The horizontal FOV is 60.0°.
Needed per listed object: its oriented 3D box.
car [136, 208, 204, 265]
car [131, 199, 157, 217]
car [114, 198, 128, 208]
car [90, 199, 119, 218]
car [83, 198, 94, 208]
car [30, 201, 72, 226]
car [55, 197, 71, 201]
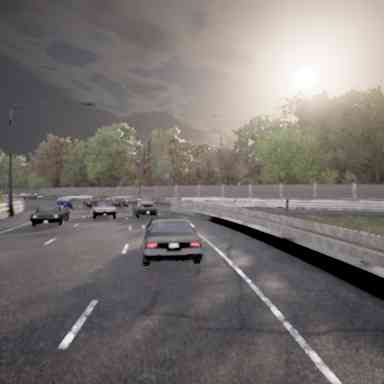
[{"bbox_3d":[-0.776,1.519,11.664,2.033,1.411,5.357,0,0,-6],"label":"car"},{"bbox_3d":[-4.297,1.443,29.901,1.837,1.490,4.892,0,0,-16],"label":"car"},{"bbox_3d":[-10.322,1.518,46.445,1.895,1.301,4.718,0,0,-25],"label":"car"},{"bbox_3d":[-7.832,1.552,29.650,1.895,1.301,4.718,0,0,-16],"label":"car"},{"bbox_3d":[-13.877,1.533,45.764,1.895,1.301,4.718,0,0,-25],"label":"car"},{"bbox_3d":[-9.698,1.576,23.095,1.895,1.301,4.718,0,0,-13],"label":"car"},{"bbox_3d":[-17.065,1.425,44.252,1.882,1.535,5.008,0,0,-25],"label":"car"}]
